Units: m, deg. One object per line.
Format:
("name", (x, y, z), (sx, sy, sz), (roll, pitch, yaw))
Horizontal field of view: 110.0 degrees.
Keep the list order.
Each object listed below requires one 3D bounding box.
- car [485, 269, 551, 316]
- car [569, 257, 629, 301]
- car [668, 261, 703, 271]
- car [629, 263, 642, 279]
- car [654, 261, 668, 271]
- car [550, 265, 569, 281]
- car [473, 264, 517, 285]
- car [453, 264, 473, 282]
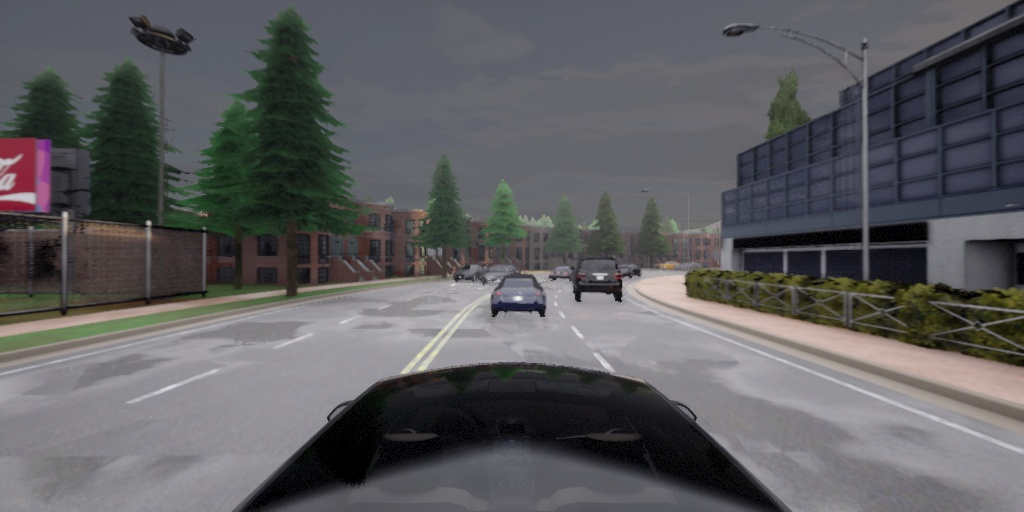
("car", (0.301, 1.392, 13.896), (1.994, 1.385, 4.181), (0, 0, 3))
("car", (4.208, 1.076, 18.242), (2.150, 2.045, 5.566), (0, -1, 8))
("car", (27.702, 1.600, 56.534), (4.902, 1.511, 2.128), (0, 0, -20))
("car", (11.573, 1.463, 35.880), (2.128, 1.511, 4.902), (0, -1, 35))
("car", (25.934, 1.605, 59.687), (5.008, 1.535, 1.882), (0, -1, -20))
("car", (5.000, 1.493, 32.039), (2.033, 1.411, 5.357), (0, 0, 27))
("car", (-0.798, 1.407, 27.486), (2.128, 1.511, 4.902), (0, 0, 20))
("car", (-3.246, 1.441, 30.835), (1.837, 1.490, 4.892), (-1, -1, 22))
